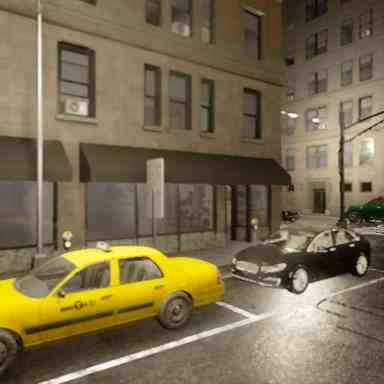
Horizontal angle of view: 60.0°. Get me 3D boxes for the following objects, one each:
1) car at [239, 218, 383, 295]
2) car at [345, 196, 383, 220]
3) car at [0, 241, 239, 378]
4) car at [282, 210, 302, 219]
[{"bbox_3d":[2.967,1.552,8.649,4.403,1.369,2.008,0,0,-35],"label":"car"},{"bbox_3d":[12.854,1.239,21.641,2.150,2.045,5.566,2,-1,-33],"label":"car"},{"bbox_3d":[-1.670,1.525,5.342,4.829,1.417,1.752,0,0,-35],"label":"car"},{"bbox_3d":[5.837,1.621,25.238,1.895,1.301,4.718,0,0,-38],"label":"car"}]
